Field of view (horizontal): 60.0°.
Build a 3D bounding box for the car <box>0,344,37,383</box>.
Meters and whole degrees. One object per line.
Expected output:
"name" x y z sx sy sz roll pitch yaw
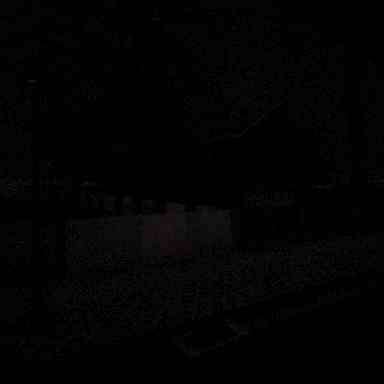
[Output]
"car" -3.140 1.562 0.829 5.357 1.411 2.033 0 0 -36
